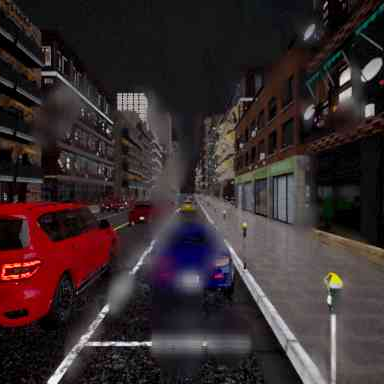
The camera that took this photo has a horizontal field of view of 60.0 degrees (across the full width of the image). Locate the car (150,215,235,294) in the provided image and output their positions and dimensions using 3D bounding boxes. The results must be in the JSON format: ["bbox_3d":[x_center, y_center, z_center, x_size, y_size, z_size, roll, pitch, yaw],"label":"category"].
[{"bbox_3d":[0.004,1.526,8.649,1.812,1.442,4.674,0,0,0],"label":"car"}]

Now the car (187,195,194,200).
[{"bbox_3d":[-0.452,1.513,93.685,1.752,1.417,4.829,0,0,0],"label":"car"}]

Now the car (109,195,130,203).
[{"bbox_3d":[-8.833,1.314,37.157,2.192,1.841,5.009,0,0,0],"label":"car"}]

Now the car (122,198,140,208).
[{"bbox_3d":[-8.834,1.543,48.430,1.887,1.381,4.507,0,0,0],"label":"car"}]

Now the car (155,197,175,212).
[{"bbox_3d":[-3.072,1.563,38.579,1.994,1.385,4.181,0,0,0],"label":"car"}]

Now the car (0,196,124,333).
[{"bbox_3d":[-3.145,1.224,7.028,2.150,2.045,5.566,0,0,0],"label":"car"}]

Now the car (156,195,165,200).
[{"bbox_3d":[-8.834,1.539,93.519,2.008,1.369,4.403,0,0,0],"label":"car"}]

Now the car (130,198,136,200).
[{"bbox_3d":[-8.834,1.439,42.793,1.967,1.590,4.097,0,0,0],"label":"car"}]

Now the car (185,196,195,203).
[{"bbox_3d":[-0.453,1.545,70.970,2.008,1.369,4.403,0,0,0],"label":"car"}]

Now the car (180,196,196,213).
[{"bbox_3d":[-0.454,1.525,37.323,1.752,1.417,4.829,0,0,0],"label":"car"}]

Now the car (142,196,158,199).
[{"bbox_3d":[-6.191,1.546,43.982,2.033,1.411,5.357,0,0,1],"label":"car"}]

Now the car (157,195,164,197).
[{"bbox_3d":[-8.834,1.541,87.882,2.008,1.369,4.403,0,0,0],"label":"car"}]

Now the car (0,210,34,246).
[{"bbox_3d":[-8.835,1.583,14.612,1.802,1.307,4.206,0,0,0],"label":"car"}]

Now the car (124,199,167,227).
[{"bbox_3d":[-3.077,1.478,22.995,1.882,1.535,5.008,0,0,0],"label":"car"}]
